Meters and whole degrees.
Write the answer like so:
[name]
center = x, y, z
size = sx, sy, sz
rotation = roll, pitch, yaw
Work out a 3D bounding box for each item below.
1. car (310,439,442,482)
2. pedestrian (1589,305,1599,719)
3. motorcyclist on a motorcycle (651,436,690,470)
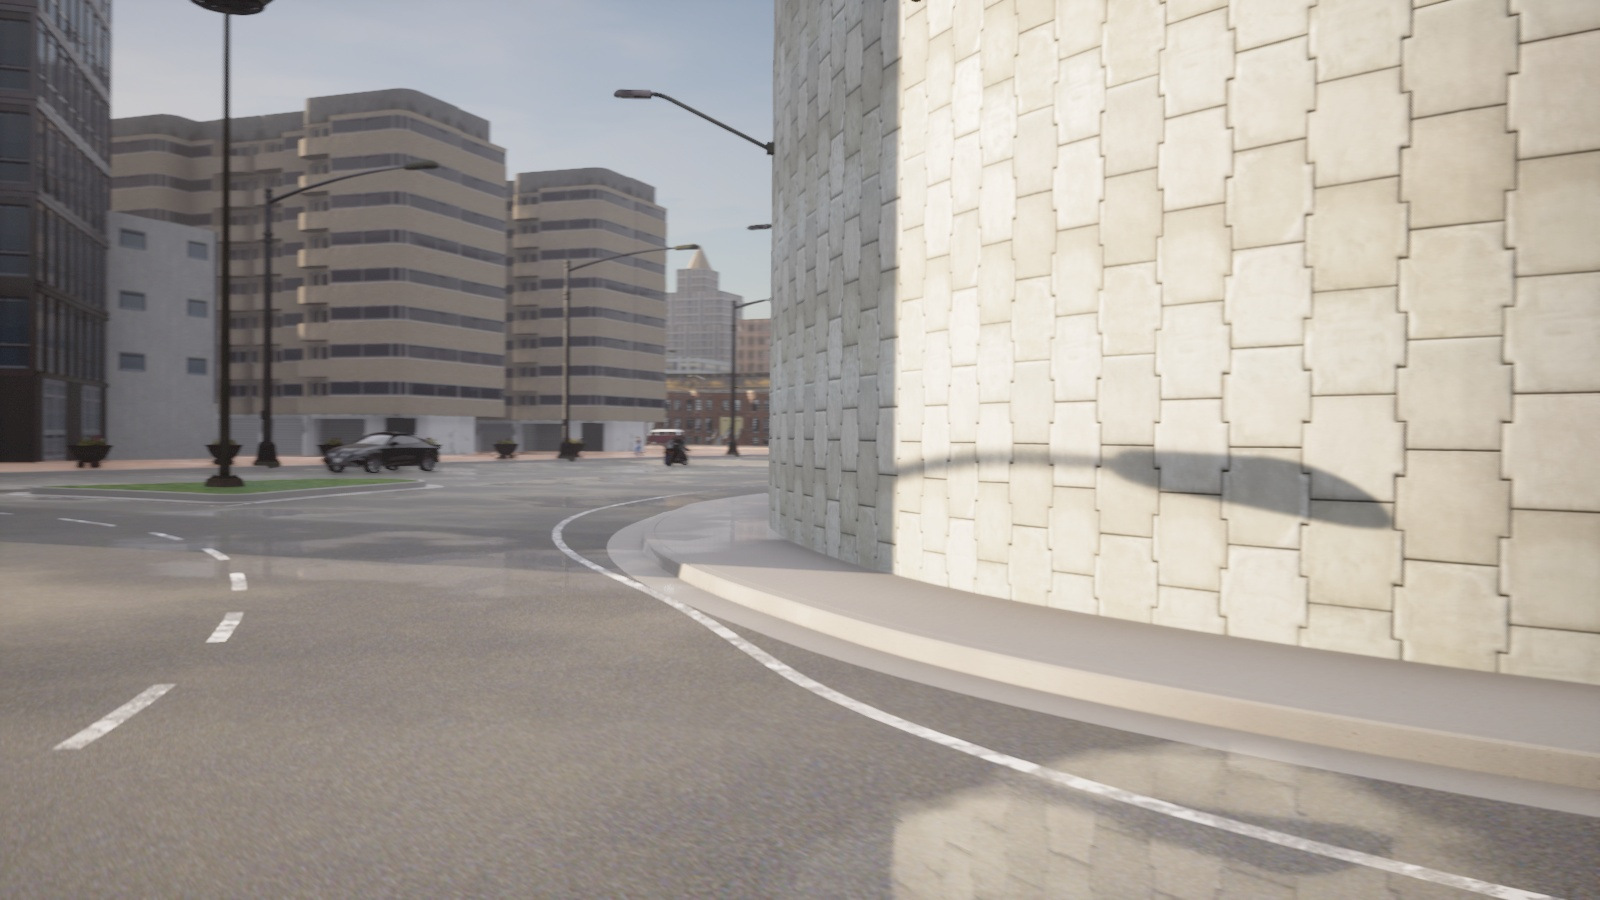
[car]
center = -15.049, 0.345, 44.833
size = 1.812, 1.442, 4.674
rotation = 0, 1, 23
[pedestrian]
center = 4.221, 0.290, 5.844
size = 0.873, 1.952, 0.659
rotation = 0, 1, 27
[motorcyclist on a motorcycle]
center = -5.957, 0.138, 57.841
size = 0.866, 1.530, 2.191
rotation = 0, 1, 22
